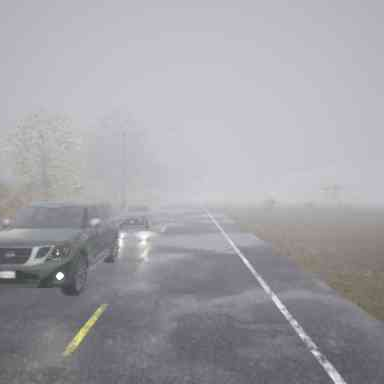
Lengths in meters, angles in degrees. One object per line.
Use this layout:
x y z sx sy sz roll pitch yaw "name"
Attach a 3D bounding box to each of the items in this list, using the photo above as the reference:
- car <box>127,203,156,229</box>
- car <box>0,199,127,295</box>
-3.510 1.528 21.918 1.837 1.490 4.892 0 -1 0 "car"
-3.503 1.233 9.093 2.150 2.045 5.566 0 0 0 "car"
